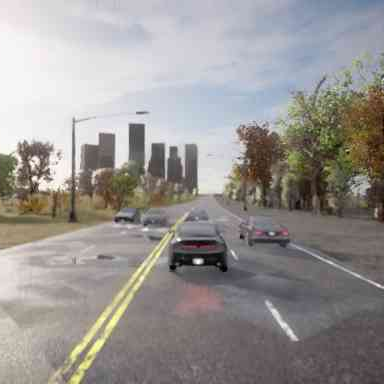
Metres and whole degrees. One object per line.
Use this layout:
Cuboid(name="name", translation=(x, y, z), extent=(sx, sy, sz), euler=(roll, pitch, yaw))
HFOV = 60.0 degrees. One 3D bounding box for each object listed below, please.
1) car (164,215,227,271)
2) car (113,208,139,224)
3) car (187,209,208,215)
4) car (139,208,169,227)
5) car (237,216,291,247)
Cuboid(name="car", translation=(0.191, 1.797, 12.021), extent=(1.837, 1.490, 4.892), euler=(0, -1, 0))
Cuboid(name="car", translation=(-6.174, 2.262, 32.606), extent=(2.033, 1.411, 5.357), euler=(0, -1, 1))
Cuboid(name="car", translation=(0.457, 2.220, 29.776), extent=(1.994, 1.385, 4.181), euler=(0, -1, 1))
Cuboid(name="car", translation=(-3.009, 2.138, 28.635), extent=(1.837, 1.490, 4.892), euler=(0, -1, 1))
Cuboid(name="car", translation=(3.519, 1.918, 17.033), extent=(2.033, 1.411, 5.357), euler=(1, -1, 1))
